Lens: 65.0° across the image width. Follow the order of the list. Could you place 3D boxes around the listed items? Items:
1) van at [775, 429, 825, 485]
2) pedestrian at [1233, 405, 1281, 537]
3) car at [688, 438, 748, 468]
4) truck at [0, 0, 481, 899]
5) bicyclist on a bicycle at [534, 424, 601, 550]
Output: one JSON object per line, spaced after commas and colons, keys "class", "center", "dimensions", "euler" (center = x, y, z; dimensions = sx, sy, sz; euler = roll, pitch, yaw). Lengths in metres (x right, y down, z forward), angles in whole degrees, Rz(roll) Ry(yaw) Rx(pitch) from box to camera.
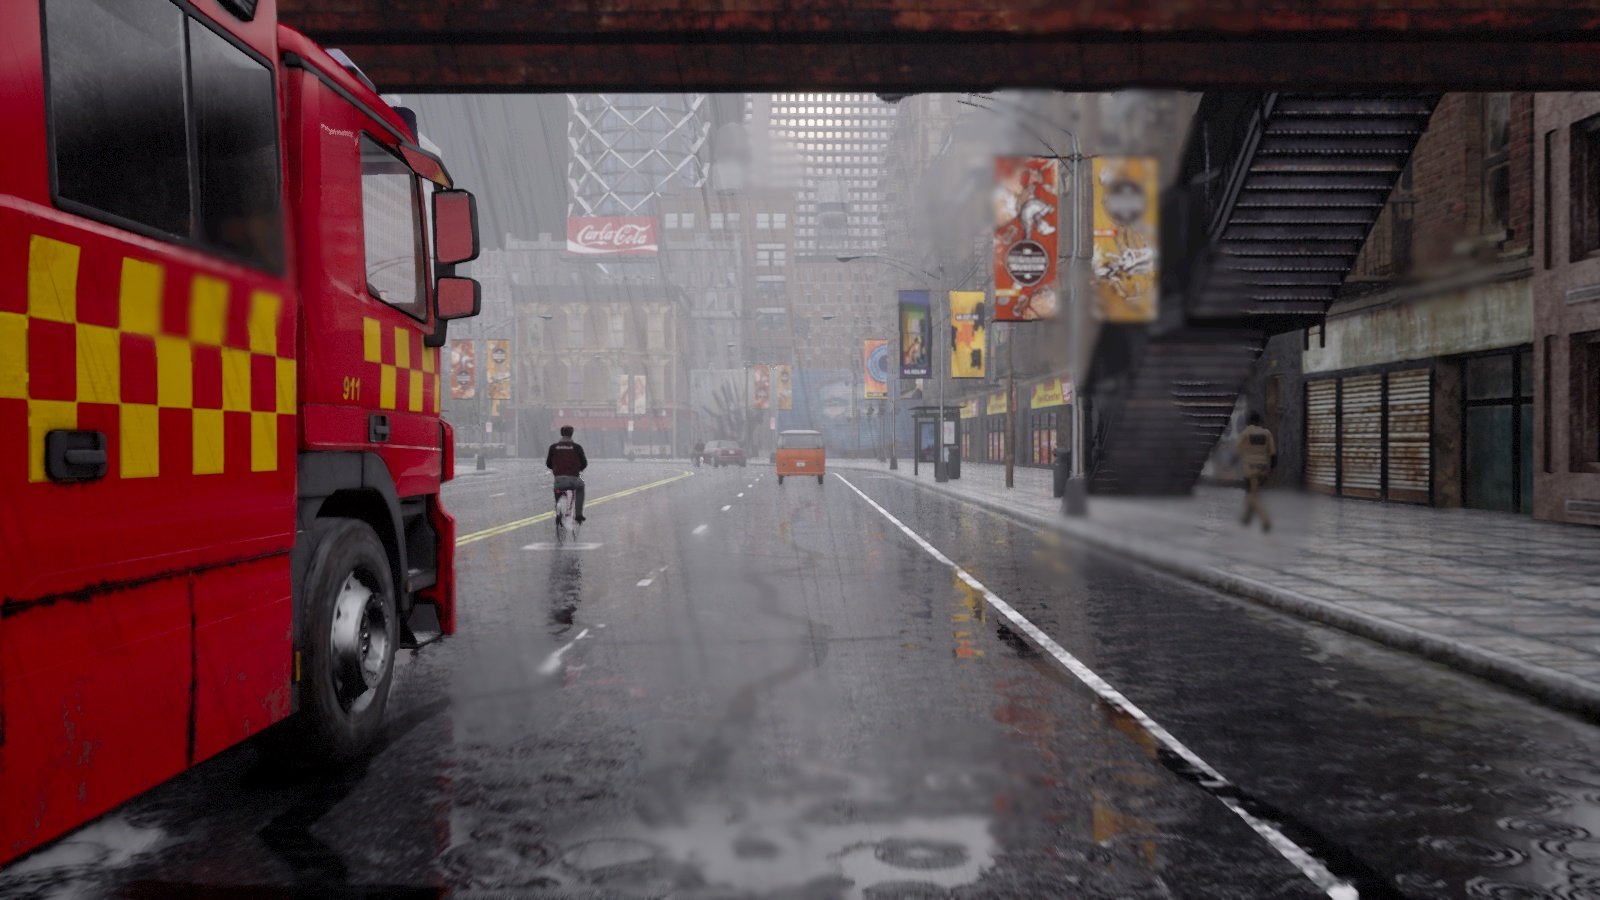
{"class": "van", "center": [0.006, 0.235, 46.938], "dimensions": [1.775, 1.987, 4.442], "euler": [0, 0, 0]}
{"class": "pedestrian", "center": [6.783, 0.304, 18.648], "dimensions": [0.396, 1.930, 0.692], "euler": [0, 0, -6]}
{"class": "car", "center": [-5.142, 0.160, 78.119], "dimensions": [2.097, 1.767, 4.553], "euler": [0, 0, -26]}
{"class": "truck", "center": [-3.454, -0.441, 3.566], "dimensions": [2.891, 3.827, 8.468], "euler": [0, 0, 0]}
{"class": "bicyclist on a bicycle", "center": [-3.426, 0.509, 18.642], "dimensions": [0.659, 1.776, 1.843], "euler": [0, 1, 0]}
